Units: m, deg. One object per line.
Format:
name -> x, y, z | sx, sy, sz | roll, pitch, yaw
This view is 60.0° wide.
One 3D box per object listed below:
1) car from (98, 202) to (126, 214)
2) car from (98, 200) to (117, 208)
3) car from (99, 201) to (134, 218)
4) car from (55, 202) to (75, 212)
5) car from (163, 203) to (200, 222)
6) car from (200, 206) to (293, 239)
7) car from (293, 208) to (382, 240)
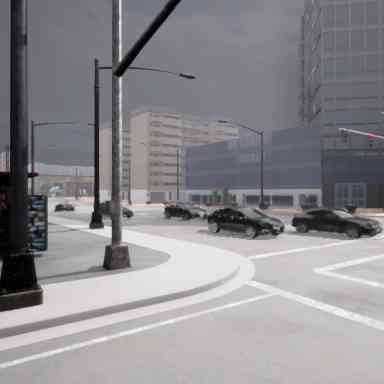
car -> -10.115, 1.994, 42.007 | 1.994, 1.385, 4.181 | 0, -1, -35
car -> -15.863, 2.281, 62.138 | 1.994, 1.385, 4.181 | 0, -1, -36
car -> -7.594, 1.842, 32.541 | 2.033, 1.411, 5.357 | 0, -1, -36
car -> -17.931, 2.119, 46.908 | 1.994, 1.385, 4.181 | 0, -1, -35
car -> -0.648, 1.688, 28.928 | 2.128, 1.511, 4.902 | 0, -1, -36
car -> 2.792, 1.583, 18.233 | 1.837, 1.490, 4.892 | 0, 0, -36
car -> 7.530, 1.580, 17.778 | 1.812, 1.442, 4.674 | 0, 0, -37
